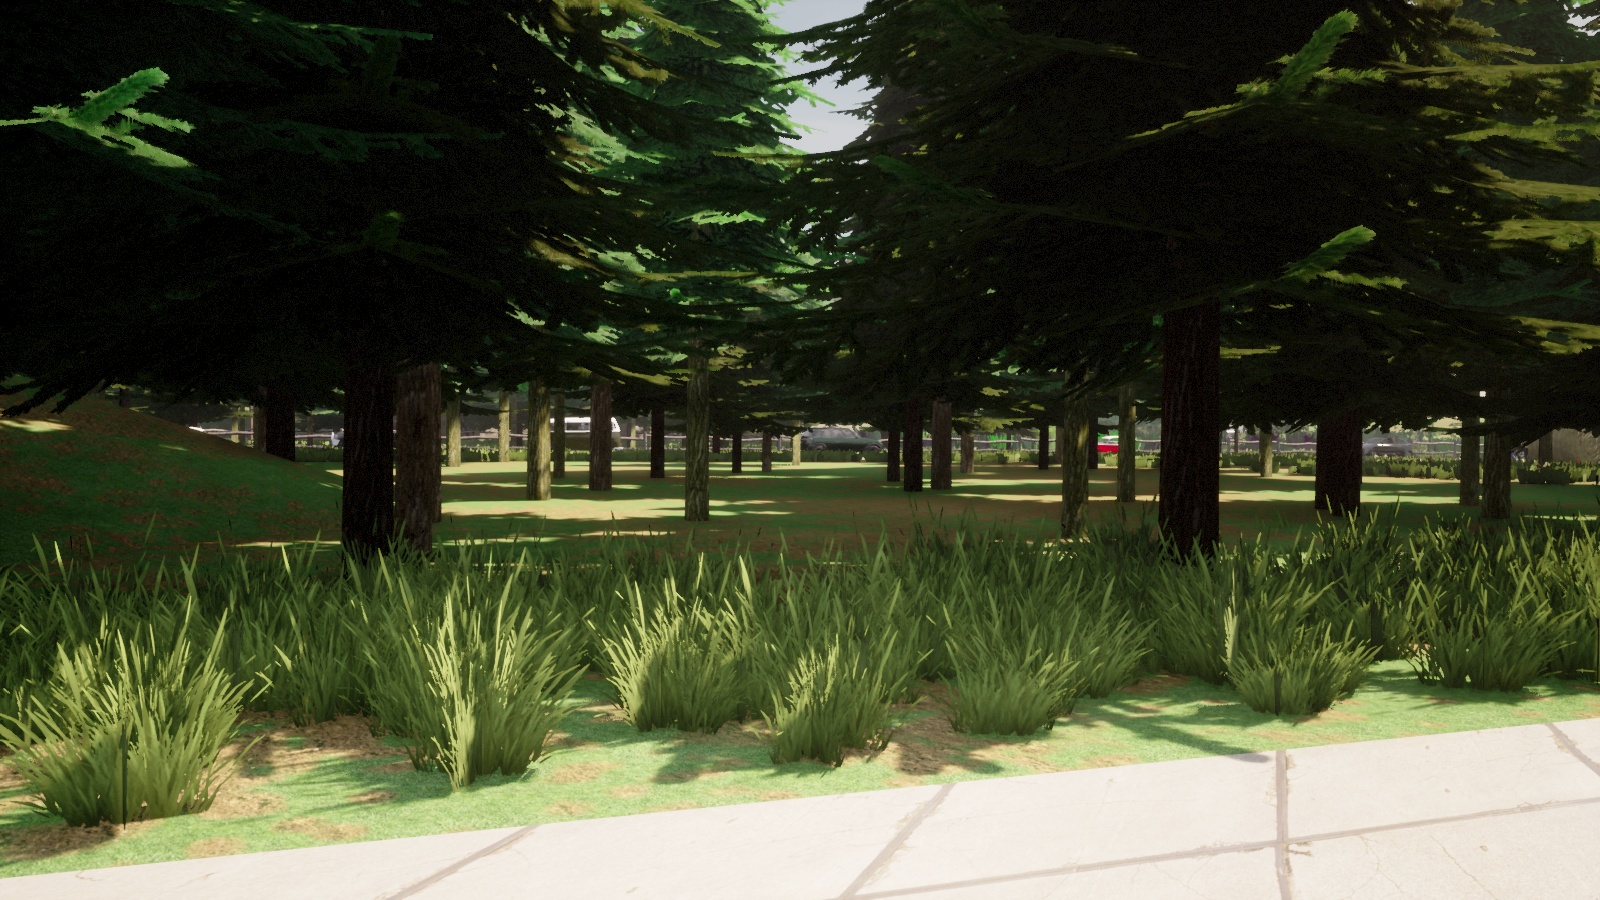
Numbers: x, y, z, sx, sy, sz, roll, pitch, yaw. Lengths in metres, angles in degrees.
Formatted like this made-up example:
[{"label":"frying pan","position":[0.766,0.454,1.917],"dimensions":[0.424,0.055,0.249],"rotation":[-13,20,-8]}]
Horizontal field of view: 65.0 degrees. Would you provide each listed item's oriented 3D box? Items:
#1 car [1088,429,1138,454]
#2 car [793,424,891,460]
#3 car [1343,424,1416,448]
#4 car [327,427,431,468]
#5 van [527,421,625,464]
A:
[{"label":"car","position":[17.551,-0.491,70.444],"dimensions":[2.207,1.376,1.481],"rotation":[-1,1,-19]},{"label":"car","position":[2.159,-0.426,64.892],"dimensions":[4.553,1.767,2.097],"rotation":[-1,1,-21]},{"label":"car","position":[37.379,-0.919,81.054],"dimensions":[4.193,1.474,1.816],"rotation":[-1,1,-19]},{"label":"car","position":[-20.163,-0.145,60.132],"dimensions":[4.605,1.855,1.932],"rotation":[-1,1,-21]},{"label":"van","position":[-11.327,-0.396,63.484],"dimensions":[4.480,2.038,2.069],"rotation":[-2,1,-21]}]
